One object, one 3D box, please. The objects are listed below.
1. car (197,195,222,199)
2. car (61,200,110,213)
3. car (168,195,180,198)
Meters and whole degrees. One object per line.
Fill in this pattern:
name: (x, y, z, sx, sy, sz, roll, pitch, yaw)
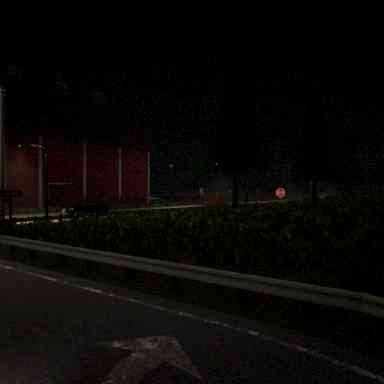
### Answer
car: (3.273, 1.504, 50.290, 1.882, 1.535, 5.008, 0, 0, 37)
car: (-10.179, 1.518, 32.080, 2.128, 1.511, 4.902, 0, 0, 36)
car: (-4.718, 1.532, 85.619, 1.816, 1.474, 4.193, 0, 0, 36)
